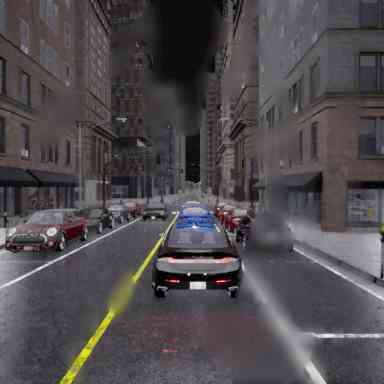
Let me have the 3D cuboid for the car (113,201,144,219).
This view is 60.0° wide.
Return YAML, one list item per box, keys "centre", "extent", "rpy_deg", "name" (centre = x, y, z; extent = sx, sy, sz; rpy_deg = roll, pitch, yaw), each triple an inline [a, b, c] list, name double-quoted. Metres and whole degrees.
- centre: [-5.668, 1.544, 30.098]
  extent: [1.887, 1.381, 4.507]
  rpy_deg: [-1, 0, 0]
  name: "car"

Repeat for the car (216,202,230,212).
- centre: [2.838, 1.544, 24.562]
  extent: [1.887, 1.381, 4.507]
  rpy_deg: [-1, 0, 0]
  name: "car"

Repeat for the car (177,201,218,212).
- centre: [0.163, 1.476, 17.991]
  extent: [1.882, 1.535, 5.008]
  rpy_deg: [0, 0, 0]
  name: "car"

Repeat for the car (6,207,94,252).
- centre: [-5.728, 1.439, 13.582]
  extent: [1.967, 1.590, 4.097]
  rpy_deg: [-1, 0, 0]
  name: "car"

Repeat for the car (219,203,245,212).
- centre: [2.818, 1.543, 19.056]
  extent: [1.887, 1.381, 4.507]
  rpy_deg: [-1, 0, 0]
  name: "car"

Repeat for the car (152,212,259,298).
- centre: [0.128, 1.490, 8.486]
  extent: [2.128, 1.511, 4.902]
  rpy_deg: [0, 0, 0]
  name: "car"

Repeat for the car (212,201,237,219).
- centre: [2.857, 1.545, 30.067]
  extent: [1.887, 1.381, 4.507]
  rpy_deg: [-1, 0, 0]
  name: "car"

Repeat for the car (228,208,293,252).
- centre: [2.799, 1.564, 13.552]
  extent: [1.947, 1.339, 4.313]
  rpy_deg: [-1, 0, 0]
  name: "car"

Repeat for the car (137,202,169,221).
- centre: [-2.904, 1.547, 27.685]
  extent: [2.033, 1.411, 5.357]
  rpy_deg: [0, 0, 0]
  name: "car"

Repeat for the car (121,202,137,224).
- centre: [-5.687, 1.550, 24.592]
  extent: [2.008, 1.369, 4.403]
  rpy_deg: [-1, 0, 0]
  name: "car"

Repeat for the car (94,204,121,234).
- centre: [-5.707, 1.565, 19.087]
  extent: [1.947, 1.339, 4.313]
  rpy_deg: [-1, 0, 0]
  name: "car"
